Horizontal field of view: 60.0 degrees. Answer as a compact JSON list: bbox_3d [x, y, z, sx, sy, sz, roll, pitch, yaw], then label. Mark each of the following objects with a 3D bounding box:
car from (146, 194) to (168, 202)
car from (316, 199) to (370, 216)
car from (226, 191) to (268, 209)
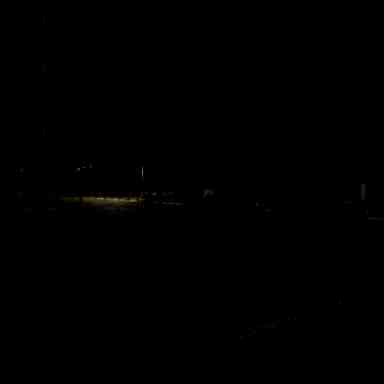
[{"bbox_3d":[-6.005,1.083,56.913,1.895,1.301,4.718,1,0,-36],"label":"car"},{"bbox_3d":[13.525,1.355,30.097,1.812,1.442,4.674,1,0,-36],"label":"car"},{"bbox_3d":[6.461,0.923,39.758,2.150,2.045,5.566,1,1,-36],"label":"car"}]
